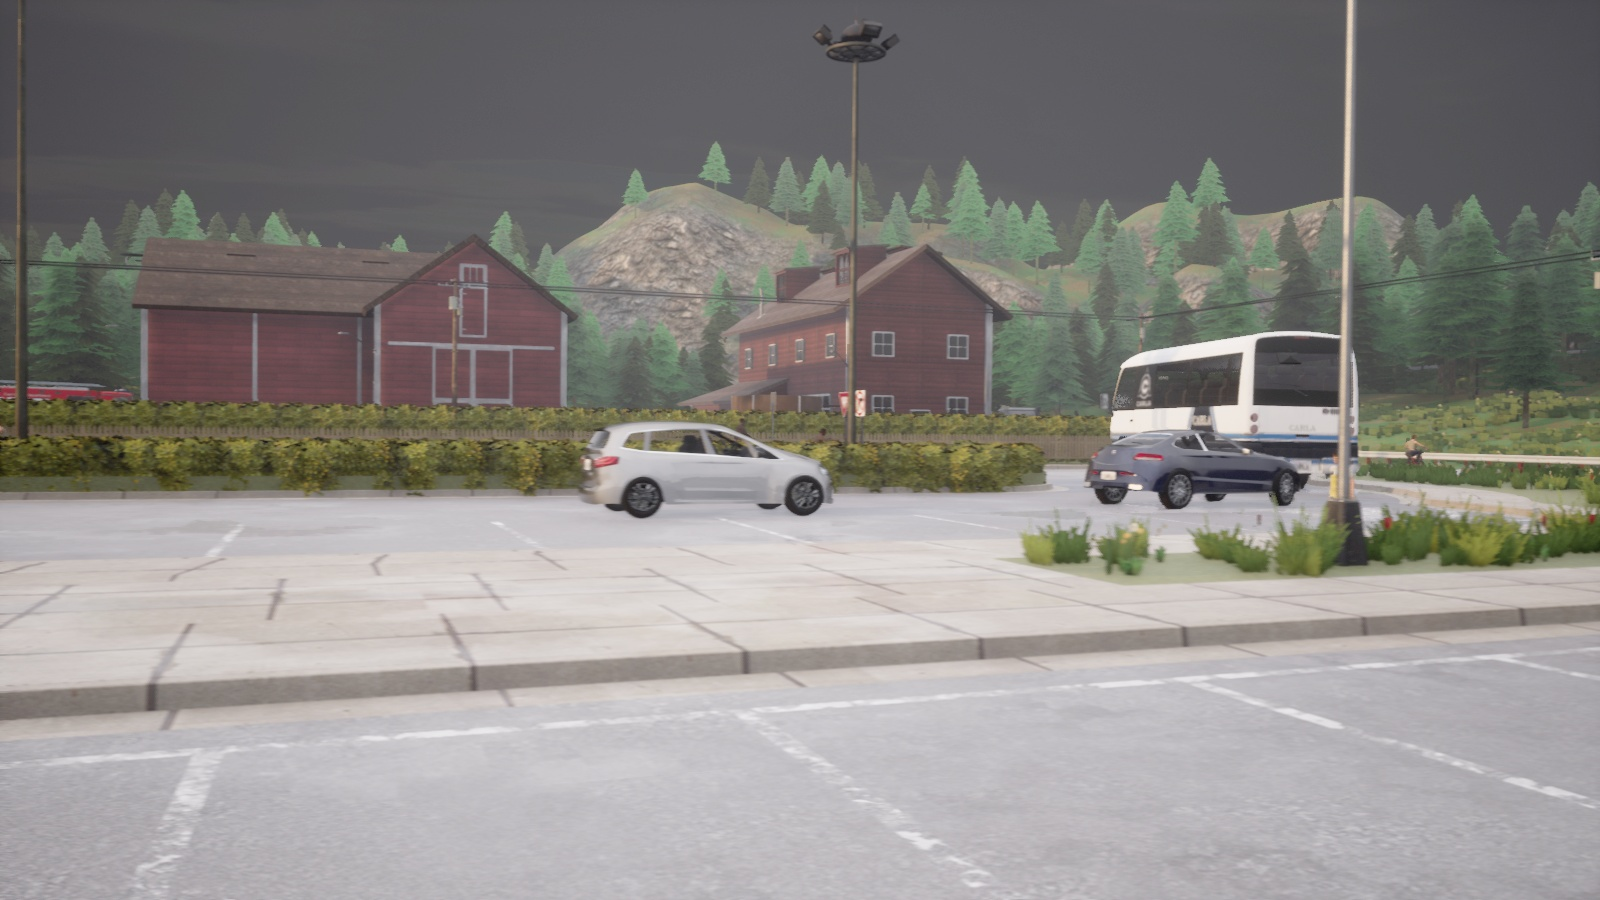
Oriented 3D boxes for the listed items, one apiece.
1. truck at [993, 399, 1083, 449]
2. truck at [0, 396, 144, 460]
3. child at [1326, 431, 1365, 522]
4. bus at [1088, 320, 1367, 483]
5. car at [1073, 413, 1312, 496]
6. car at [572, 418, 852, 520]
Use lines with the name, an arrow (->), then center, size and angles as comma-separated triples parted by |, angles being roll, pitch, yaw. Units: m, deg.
truck -> 17.384, -1.876, 92.295 | 2.891, 3.462, 7.936 | -1, 1, -20
truck -> -46.509, -1.332, 79.457 | 8.468, 3.827, 2.891 | 0, 0, -40
child -> 7.643, 0.365, 17.588 | 0.437, 1.263, 0.270 | -1, 1, -25
bus -> 12.463, -1.334, 38.168 | 3.944, 4.253, 10.273 | 0, 1, -7
car -> 8.549, 0.041, 27.212 | 5.027, 1.651, 2.152 | -1, 1, -31
car -> -1.628, 0.289, 22.839 | 4.611, 1.667, 2.242 | -1, 1, -20
